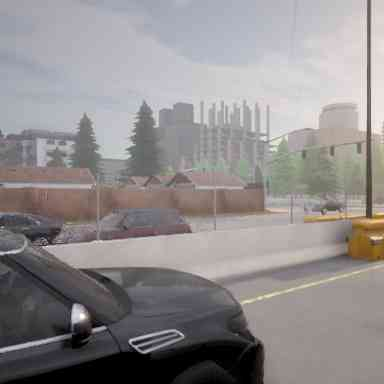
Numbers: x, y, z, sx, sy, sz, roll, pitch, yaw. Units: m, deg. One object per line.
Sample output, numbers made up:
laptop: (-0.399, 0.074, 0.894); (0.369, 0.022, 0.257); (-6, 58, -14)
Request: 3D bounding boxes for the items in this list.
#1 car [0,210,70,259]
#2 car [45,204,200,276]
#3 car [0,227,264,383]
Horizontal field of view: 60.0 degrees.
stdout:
car: (-7.103, 1.505, 11.821); (4.892, 1.490, 1.837); (0, 0, -35)
car: (-2.190, 1.352, 11.018); (4.553, 1.767, 2.097); (0, 0, -35)
car: (-1.968, 1.220, 2.341); (5.566, 2.045, 2.150); (0, 0, -36)
